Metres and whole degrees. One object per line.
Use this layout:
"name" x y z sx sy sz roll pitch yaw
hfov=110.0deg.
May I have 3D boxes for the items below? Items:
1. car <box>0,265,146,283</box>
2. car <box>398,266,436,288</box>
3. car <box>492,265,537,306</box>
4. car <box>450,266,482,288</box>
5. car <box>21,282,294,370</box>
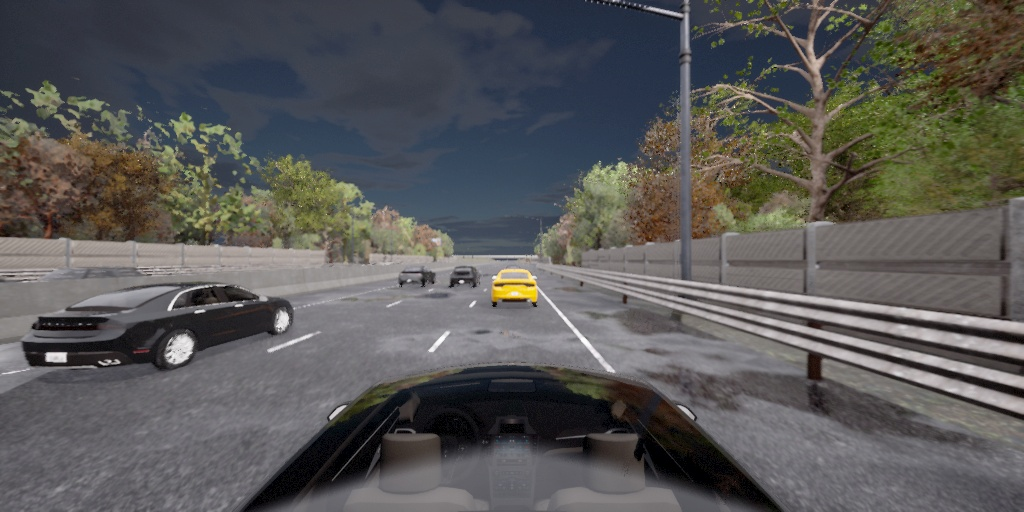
"car" -17.587 1.221 14.602 2.097 1.767 4.553 0 -1 0
"car" -6.875 1.476 26.409 2.128 1.511 4.902 0 -1 0
"car" 0.112 1.364 16.659 1.882 1.535 5.008 0 -1 0
"car" -3.375 1.490 26.504 1.837 1.490 4.892 0 -1 0
"car" -6.894 1.310 7.856 1.837 1.490 4.892 0 -1 0
